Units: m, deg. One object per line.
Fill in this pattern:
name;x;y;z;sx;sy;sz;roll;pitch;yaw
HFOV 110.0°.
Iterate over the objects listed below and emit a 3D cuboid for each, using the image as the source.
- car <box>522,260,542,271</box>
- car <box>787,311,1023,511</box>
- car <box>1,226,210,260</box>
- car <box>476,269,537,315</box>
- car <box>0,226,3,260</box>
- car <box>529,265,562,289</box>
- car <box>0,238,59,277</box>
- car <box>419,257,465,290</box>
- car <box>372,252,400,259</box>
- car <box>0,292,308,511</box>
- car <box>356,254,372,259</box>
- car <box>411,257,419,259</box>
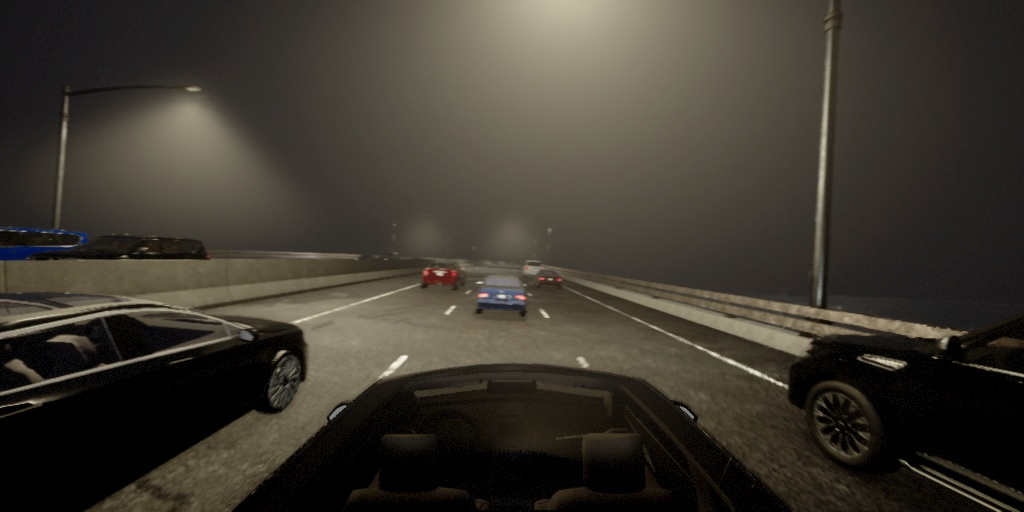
car;2.429;1.537;41.714;2.150;2.045;5.566;4;0;0
car;4.630;1.263;2.115;2.150;2.045;5.566;4;-1;-2
car;-14.545;0.189;13.773;2.150;2.045;5.566;4;-1;-2
car;-0.410;1.397;14.280;2.033;1.411;5.357;4;-1;-2
car;-17.997;-0.040;12.334;2.150;2.045;5.566;4;-1;-2
car;2.704;1.730;27.988;2.033;1.411;5.357;4;-1;-1
car;-21.546;0.025;13.754;2.128;1.511;4.902;4;-1;-2
car;-4.101;1.052;22.235;2.097;1.767;4.553;4;-1;-1
car;-18.705;0.377;54.584;2.150;2.045;5.566;4;-1;0
car;-3.519;1.033;2.779;2.128;1.511;4.902;4;0;-2
car;-22.218;0.449;55.038;1.837;1.490;4.892;4;-1;0
car;-15.231;0.882;57.275;1.882;1.535;5.008;4;-1;0
